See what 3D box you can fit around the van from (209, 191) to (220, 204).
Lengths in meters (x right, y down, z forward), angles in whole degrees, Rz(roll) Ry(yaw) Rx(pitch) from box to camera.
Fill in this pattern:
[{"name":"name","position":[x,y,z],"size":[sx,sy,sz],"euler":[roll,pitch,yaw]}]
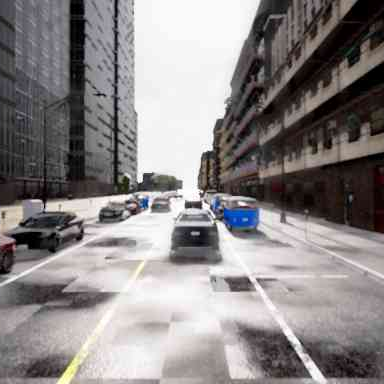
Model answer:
[{"name":"van","position":[2.759,1.089,30.277],"size":[1.690,1.788,3.998],"euler":[1,1,0]}]

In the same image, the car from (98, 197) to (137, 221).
[{"name":"car","position":[-5.635,1.346,24.624],"size":[2.008,1.369,4.403],"euler":[1,0,0]}]

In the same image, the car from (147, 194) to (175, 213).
[{"name":"car","position":[-3.032,1.227,33.377],"size":[1.837,1.490,4.892],"euler":[0,0,0]}]

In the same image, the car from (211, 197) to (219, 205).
[{"name":"car","position":[2.746,1.346,24.633],"size":[2.008,1.369,4.403],"euler":[1,0,0]}]

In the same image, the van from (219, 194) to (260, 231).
[{"name":"van","position":[2.737,1.184,18.984],"size":[1.690,1.788,3.998],"euler":[1,0,0]}]

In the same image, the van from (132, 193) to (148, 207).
[{"name":"van","position":[-5.611,1.039,35.914],"size":[1.690,1.788,3.998],"euler":[1,0,0]}]

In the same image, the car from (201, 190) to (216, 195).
[{"name":"car","position":[3.104,0.761,53.806],"size":[2.150,2.045,5.566],"euler":[0,1,0]}]

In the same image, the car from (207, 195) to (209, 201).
[{"name":"car","position":[2.768,1.280,35.925],"size":[1.802,1.307,4.206],"euler":[1,1,0]}]

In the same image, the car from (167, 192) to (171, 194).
[{"name":"car","position":[-5.525,0.799,80.912],"size":[1.752,1.417,4.829],"euler":[1,1,0]}]

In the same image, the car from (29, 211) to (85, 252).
[{"name":"car","position":[-5.657,1.455,13.333],"size":[1.947,1.339,4.313],"euler":[1,0,0]}]

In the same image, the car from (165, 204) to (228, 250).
[{"name":"car","position":[0.122,1.433,13.790],"size":[2.033,1.411,5.357],"euler":[0,0,0]}]

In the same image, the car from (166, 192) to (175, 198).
[{"name":"car","position":[-5.514,0.766,86.729],"size":[2.008,1.369,4.403],"euler":[1,1,0]}]

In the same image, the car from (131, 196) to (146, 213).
[{"name":"car","position":[-5.624,1.329,30.270],"size":[1.802,1.307,4.206],"euler":[1,0,0]}]

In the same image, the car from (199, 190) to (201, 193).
[{"name":"car","position":[2.846,0.768,75.449],"size":[1.967,1.590,4.097],"euler":[1,1,0]}]

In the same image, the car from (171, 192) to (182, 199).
[{"name":"car","position":[-2.859,0.824,73.285],"size":[2.128,1.511,4.902],"euler":[0,1,0]}]

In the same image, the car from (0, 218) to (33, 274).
[{"name":"car","position":[-5.668,1.518,7.685],"size":[1.802,1.307,4.206],"euler":[1,0,0]}]

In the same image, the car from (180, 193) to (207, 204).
[{"name":"car","position":[0.163,1.208,33.807],"size":[2.128,1.511,4.902],"euler":[0,1,0]}]
